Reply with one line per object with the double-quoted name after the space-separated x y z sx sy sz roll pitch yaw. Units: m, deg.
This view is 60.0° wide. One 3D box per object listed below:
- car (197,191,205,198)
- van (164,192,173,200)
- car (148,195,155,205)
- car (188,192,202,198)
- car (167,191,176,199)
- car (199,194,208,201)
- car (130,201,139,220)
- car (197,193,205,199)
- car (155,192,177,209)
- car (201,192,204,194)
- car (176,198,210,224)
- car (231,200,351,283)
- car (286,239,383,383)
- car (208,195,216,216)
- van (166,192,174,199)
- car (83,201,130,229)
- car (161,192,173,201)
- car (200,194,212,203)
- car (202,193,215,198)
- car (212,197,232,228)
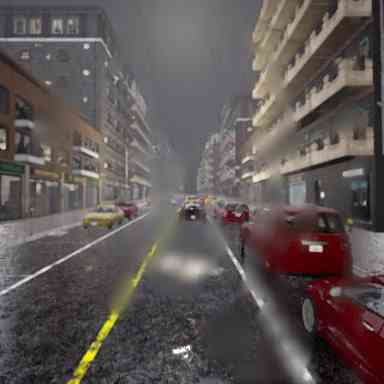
2.472 0.796 94.297 2.192 1.841 5.009 2 0 0 "car"
-5.385 0.894 77.297 1.690 1.788 3.998 2 0 0 "van"
-5.351 1.135 48.977 1.967 1.590 4.097 2 0 0 "car"
0.041 1.189 42.222 1.801 1.575 5.366 0 0 0 "car"
-5.399 0.819 88.628 2.192 1.841 5.009 2 0 0 "car"
2.495 1.101 71.809 1.752 1.417 4.829 2 0 0 "car"
-5.325 1.371 26.319 1.887 1.381 4.507 2 0 0 "car"
2.473 1.055 88.633 2.008 1.369 4.403 2 0 0 "car"
-2.893 1.097 40.242 2.097 1.767 4.553 0 0 0 "car"
2.532 1.010 48.980 2.192 1.841 5.009 2 0 0 "car"
0.070 1.373 22.913 1.812 1.442 4.674 0 1 0 "car"
2.584 1.250 9.331 2.192 1.841 5.009 2 0 0 "car"
2.583 1.556 3.668 1.802 1.307 4.206 2 0 0 "car"
2.557 1.267 26.323 1.967 1.590 4.097 2 0 0 "car"
-5.393 0.869 82.962 1.690 1.788 3.998 2 0 0 "van"
-5.316 1.388 20.484 1.752 1.417 4.829 2 0 0 "car"
-5.377 0.892 71.633 2.192 1.841 5.009 2 0 0 "car"
2.510 1.183 60.309 2.008 1.369 4.403 2 0 0 "car"
2.533 1.251 43.487 1.752 1.417 4.829 2 0 0 "car"
2.565 1.302 20.658 1.967 1.590 4.097 2 0 0 "car"
